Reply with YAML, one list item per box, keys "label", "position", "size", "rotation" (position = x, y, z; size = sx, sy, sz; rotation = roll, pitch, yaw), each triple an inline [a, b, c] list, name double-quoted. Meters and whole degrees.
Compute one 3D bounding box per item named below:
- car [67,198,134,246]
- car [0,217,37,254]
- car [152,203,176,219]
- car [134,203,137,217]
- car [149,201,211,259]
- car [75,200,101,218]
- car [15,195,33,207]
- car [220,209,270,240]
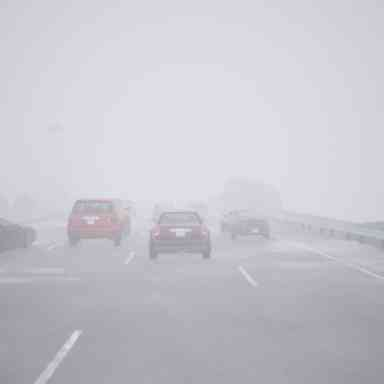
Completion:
- label: "car"
  position: [-4.217, 1.283, 15.773]
  size: [2.150, 2.045, 5.566]
  rotation: [0, 0, -5]
- label: "car"
  position: [-7.404, 1.602, 11.809]
  size: [2.033, 1.411, 5.357]
  rotation: [0, 0, -4]
- label: "car"
  position: [-2.719, 1.711, 31.278]
  size: [1.895, 1.301, 4.718]
  rotation: [0, 0, -10]
- label: "car"
  position: [-6.500, 1.473, 32.457]
  size: [2.097, 1.767, 4.553]
  rotation: [0, 0, -10]
- label: "car"
  position: [-0.523, 1.396, 12.967]
  size: [2.097, 1.767, 4.553]
  rotation: [0, 0, -4]
- label: "car"
  position: [-10.089, 1.634, 32.679]
  size: [1.837, 1.490, 4.892]
  rotation: [0, 0, -10]
- label: "car"
  position: [-25.398, 1.439, 50.536]
  size: [2.150, 2.045, 5.566]
  rotation: [0, 0, -16]
- label: "car"
  position: [2.654, 1.579, 17.269]
  size: [1.812, 1.442, 4.674]
  rotation: [0, 0, -5]
